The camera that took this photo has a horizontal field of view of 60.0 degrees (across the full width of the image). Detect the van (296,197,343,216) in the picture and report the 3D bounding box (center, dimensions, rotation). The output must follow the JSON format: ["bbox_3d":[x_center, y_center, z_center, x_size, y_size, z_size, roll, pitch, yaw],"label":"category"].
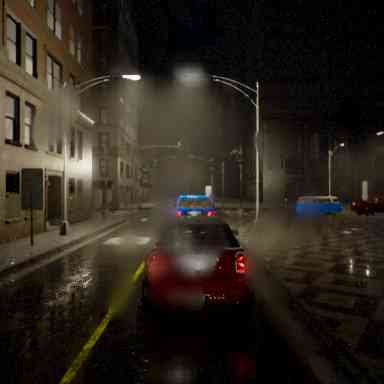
[{"bbox_3d":[11.757,1.327,30.819,3.998,1.788,1.690,0,0,-1],"label":"van"}]

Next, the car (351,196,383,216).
[{"bbox_3d":[17.398,1.300,30.899,5.009,1.841,2.192,0,0,-1],"label":"car"}]

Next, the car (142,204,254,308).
[{"bbox_3d":[0.110,1.340,8.075,2.097,1.767,4.553,0,0,0],"label":"car"}]

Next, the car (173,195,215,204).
[{"bbox_3d":[0.118,1.194,17.931,2.150,2.045,5.566,0,0,0],"label":"car"}]
